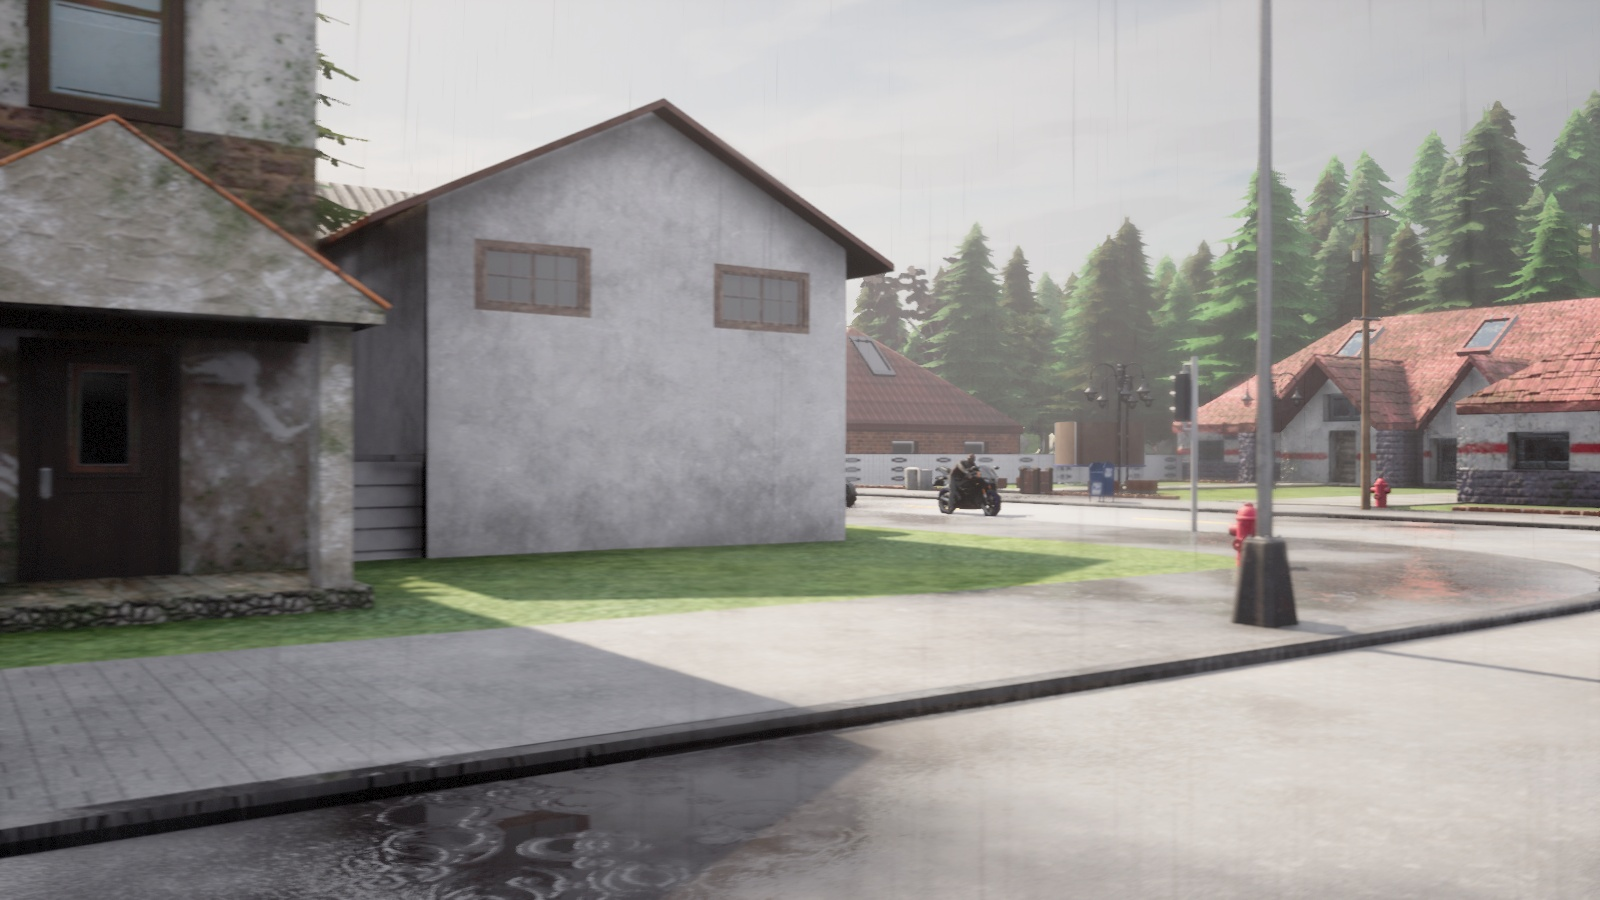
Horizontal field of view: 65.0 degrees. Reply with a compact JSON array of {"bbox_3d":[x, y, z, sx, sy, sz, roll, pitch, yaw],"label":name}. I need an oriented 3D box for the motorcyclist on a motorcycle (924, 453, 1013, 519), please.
[{"bbox_3d":[4.066,0.846,30.450,0.866,1.530,2.191,0,0,-35],"label":"motorcyclist on a motorcycle"}]

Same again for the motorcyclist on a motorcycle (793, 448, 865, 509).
[{"bbox_3d":[0.796,0.780,35.131,0.766,1.649,2.350,0,0,-35],"label":"motorcyclist on a motorcycle"}]
